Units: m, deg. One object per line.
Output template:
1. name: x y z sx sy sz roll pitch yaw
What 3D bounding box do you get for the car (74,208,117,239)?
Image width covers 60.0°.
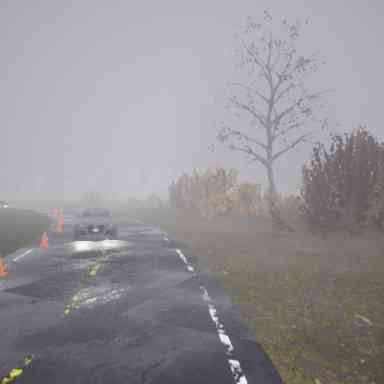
1. car: -4.938 1.548 17.128 1.994 1.385 4.181 0 0 -16

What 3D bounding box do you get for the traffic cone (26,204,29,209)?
1. traffic cone: -21.448 1.894 43.347 0.340 0.580 0.340 1 -1 -42

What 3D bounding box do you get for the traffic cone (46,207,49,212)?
1. traffic cone: -15.528 1.896 35.751 0.340 0.580 0.340 1 0 -34

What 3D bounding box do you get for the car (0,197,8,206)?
1. car: -31.609 1.527 53.813 4.181 1.385 1.994 0 -1 35

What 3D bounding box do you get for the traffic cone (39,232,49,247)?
1. traffic cone: -6.088 1.937 13.731 0.340 0.580 0.340 0 0 -13

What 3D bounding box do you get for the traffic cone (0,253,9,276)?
1. traffic cone: -5.204 1.944 8.996 0.340 0.580 0.340 0 0 -8
